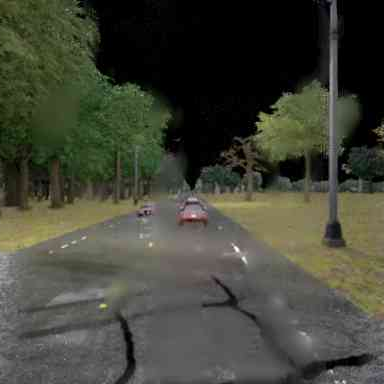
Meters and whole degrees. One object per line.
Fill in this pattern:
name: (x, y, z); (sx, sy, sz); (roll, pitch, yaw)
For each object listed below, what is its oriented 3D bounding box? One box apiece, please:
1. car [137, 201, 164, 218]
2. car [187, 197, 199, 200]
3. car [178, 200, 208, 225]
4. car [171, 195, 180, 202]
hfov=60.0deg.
car: (-3.594, 1.529, 29.295); (1.994, 1.385, 4.181); (0, 0, 0)
car: (0.090, 1.414, 41.919); (1.882, 1.535, 5.008); (0, 0, 0)
car: (0.101, 1.539, 24.055); (1.994, 1.385, 4.181); (0, 0, 0)
car: (-3.501, 1.360, 70.306); (1.837, 1.490, 4.892); (0, 0, 0)
